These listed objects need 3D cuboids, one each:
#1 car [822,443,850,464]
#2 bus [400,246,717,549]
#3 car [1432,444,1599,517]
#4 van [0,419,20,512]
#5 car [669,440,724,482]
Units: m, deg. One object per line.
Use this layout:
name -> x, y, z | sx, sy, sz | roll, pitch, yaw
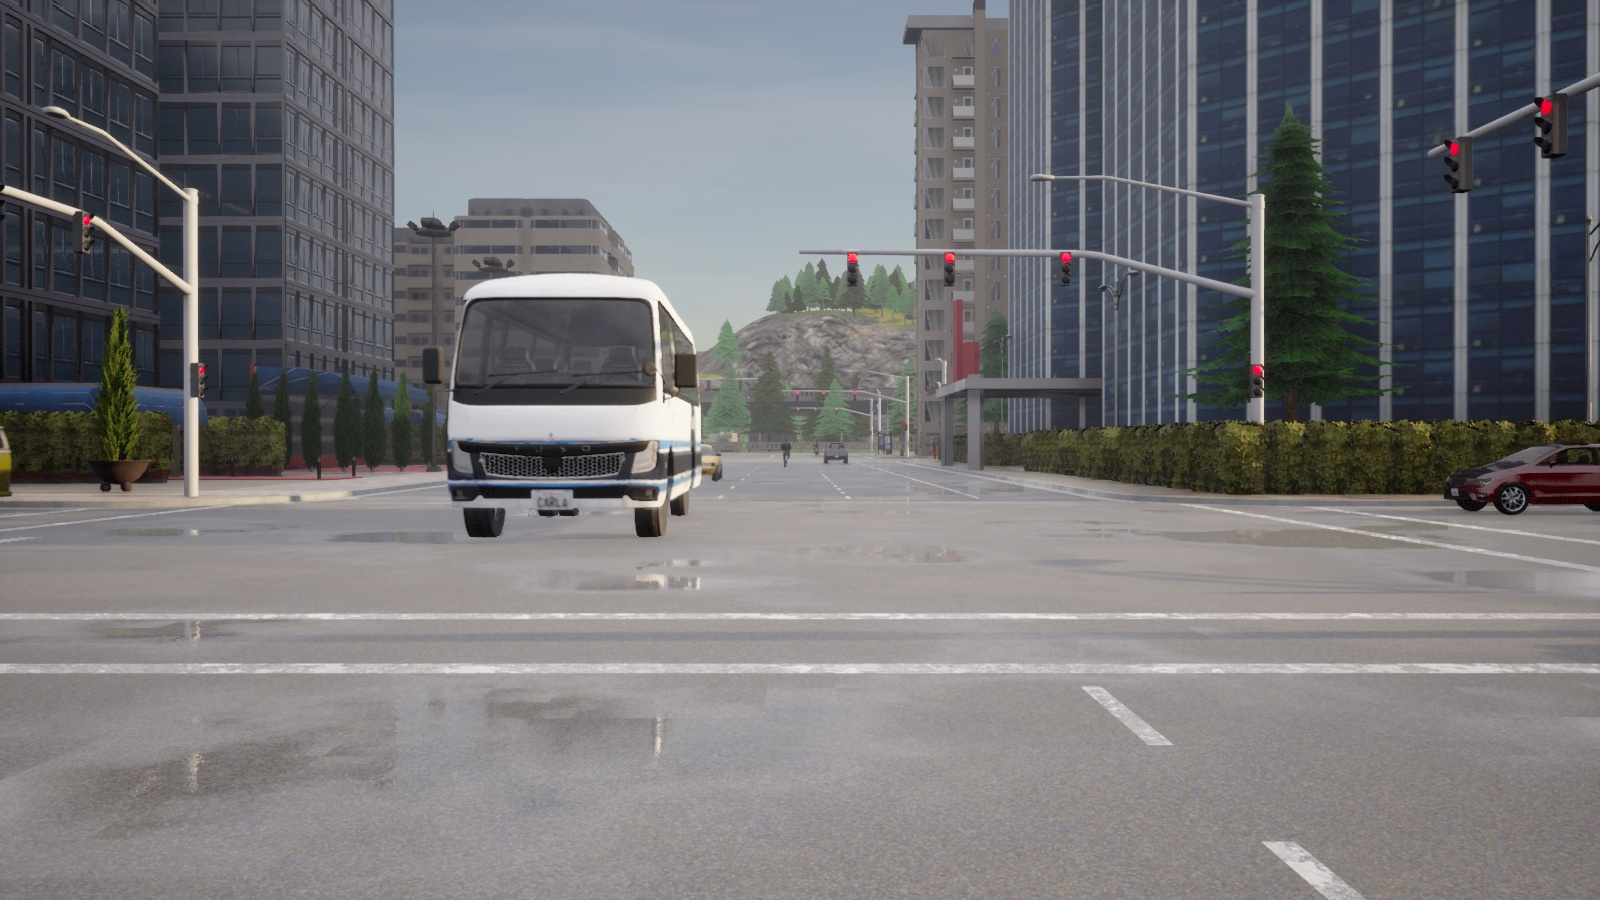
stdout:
car -> 2.553, 0.251, 90.332 | 1.845, 1.501, 3.633 | 0, 0, -1
bus -> -3.723, -0.761, 22.770 | 3.944, 4.253, 10.273 | 0, 0, -1
car -> 15.923, 0.623, 26.546 | 4.193, 1.474, 1.816 | 0, 0, 0
van -> -19.241, 0.334, 26.474 | 4.442, 1.987, 1.775 | 0, 0, -2
car -> -4.084, 0.399, 50.211 | 1.801, 1.575, 5.366 | 0, 0, -1
